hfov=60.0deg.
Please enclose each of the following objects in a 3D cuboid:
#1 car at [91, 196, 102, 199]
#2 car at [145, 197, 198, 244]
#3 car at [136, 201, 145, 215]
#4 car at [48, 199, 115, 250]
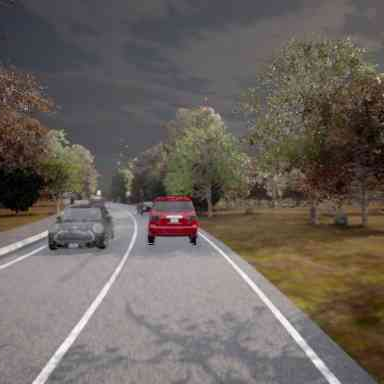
[{"bbox_3d":[-15.578,1.420,54.534,1.812,1.442,4.674,2,0,-22],"label":"car"},{"bbox_3d":[-1.036,1.255,16.150,2.150,2.045,5.566,1,0,-7],"label":"car"},{"bbox_3d":[-4.640,1.599,34.487,2.033,1.411,5.357,1,0,-15],"label":"car"},{"bbox_3d":[-4.565,1.357,14.300,2.097,1.767,4.553,0,0,-7],"label":"car"}]
